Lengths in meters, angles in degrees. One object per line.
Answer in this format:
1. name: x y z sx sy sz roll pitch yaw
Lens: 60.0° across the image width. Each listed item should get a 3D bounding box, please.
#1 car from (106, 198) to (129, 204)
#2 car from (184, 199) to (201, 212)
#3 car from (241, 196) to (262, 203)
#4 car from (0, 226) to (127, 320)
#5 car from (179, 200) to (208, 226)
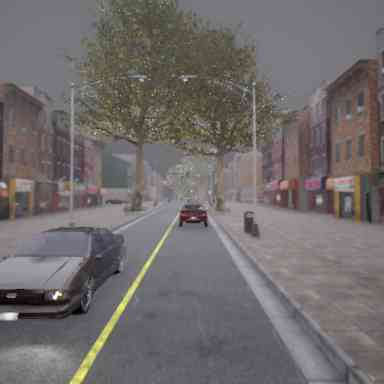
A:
1. car: -14.850 1.869 66.048 4.507 1.381 1.887 -1 -1 0
2. car: 0.097 1.656 41.576 1.994 1.385 4.181 0 0 0
3. car: 12.163 1.552 66.231 4.829 1.417 1.752 -1 -1 0
4. car: -2.843 1.551 7.836 2.033 1.411 5.357 0 0 0
5. car: 0.095 1.508 23.612 1.882 1.535 5.008 0 0 0
